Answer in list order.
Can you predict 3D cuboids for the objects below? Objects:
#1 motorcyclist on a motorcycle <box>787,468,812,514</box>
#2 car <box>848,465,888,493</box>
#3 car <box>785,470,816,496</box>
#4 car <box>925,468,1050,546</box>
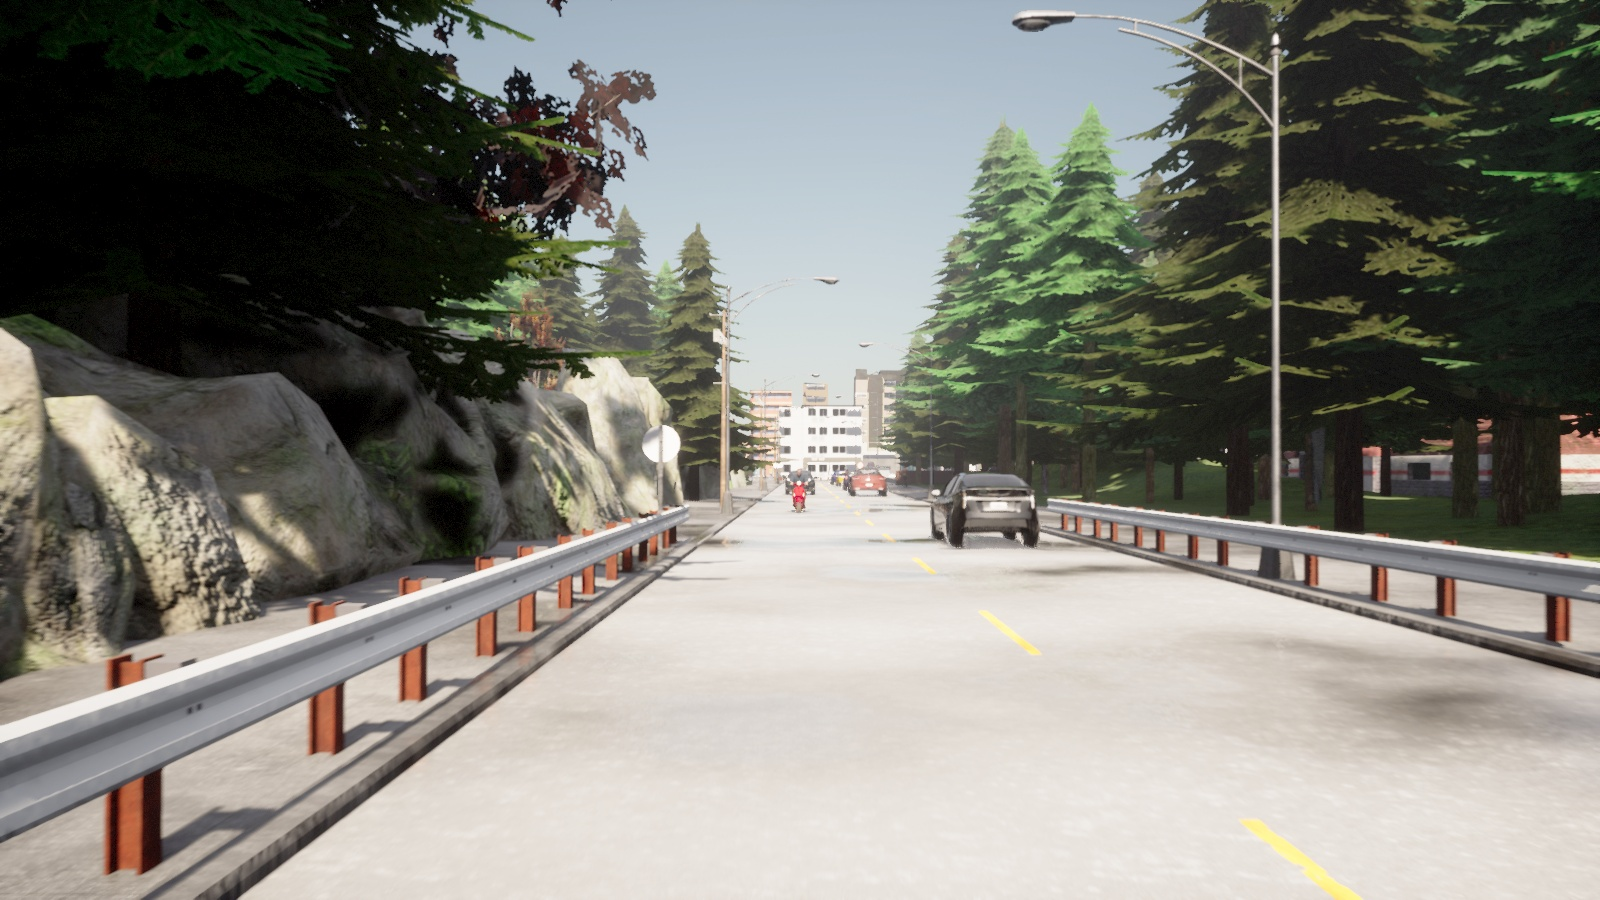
[{"bbox_3d":[-0.028,1.449,44.595,0.866,1.590,1.817,0,-1,0],"label":"motorcyclist on a motorcycle"},{"bbox_3d":[4.029,1.731,75.414,2.152,1.651,5.027,0,-1,0],"label":"car"},{"bbox_3d":[0.032,1.994,76.759,1.837,1.490,4.892,0,-1,0],"label":"car"},{"bbox_3d":[3.942,1.160,27.142,2.007,1.525,4.514,0,-1,0],"label":"car"}]
